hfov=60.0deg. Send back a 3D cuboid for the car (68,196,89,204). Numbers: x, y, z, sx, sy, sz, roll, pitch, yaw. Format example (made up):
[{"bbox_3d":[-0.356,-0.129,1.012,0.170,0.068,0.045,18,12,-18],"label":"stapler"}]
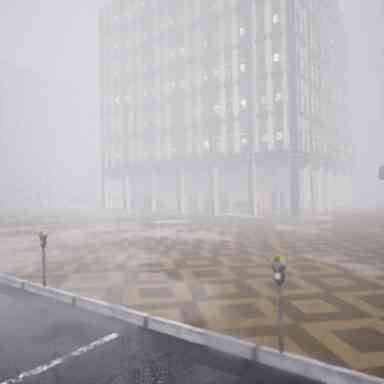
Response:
[{"bbox_3d":[-22.629,1.589,66.486,1.967,1.590,4.097,-1,0,36],"label":"car"}]

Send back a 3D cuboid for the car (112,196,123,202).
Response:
[{"bbox_3d":[-16.144,1.620,75.440,2.008,1.369,4.403,-1,0,36],"label":"car"}]

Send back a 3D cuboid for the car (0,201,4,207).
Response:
[{"bbox_3d":[-32.353,1.714,53.054,1.967,1.590,4.097,-1,0,36],"label":"car"}]
